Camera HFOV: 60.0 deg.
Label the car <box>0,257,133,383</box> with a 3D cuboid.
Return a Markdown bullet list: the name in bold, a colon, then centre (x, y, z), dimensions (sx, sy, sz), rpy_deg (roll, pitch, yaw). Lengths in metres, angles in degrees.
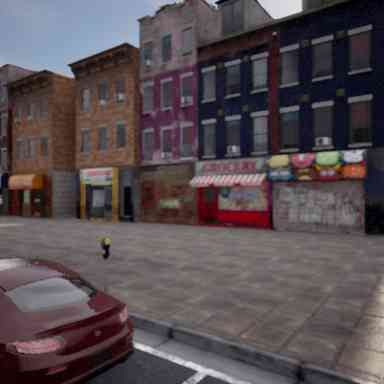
- **car**: centre (-2.654, 1.607, 4.702), dimensions (4.206, 1.307, 1.802), rpy_deg (0, 0, 36)
